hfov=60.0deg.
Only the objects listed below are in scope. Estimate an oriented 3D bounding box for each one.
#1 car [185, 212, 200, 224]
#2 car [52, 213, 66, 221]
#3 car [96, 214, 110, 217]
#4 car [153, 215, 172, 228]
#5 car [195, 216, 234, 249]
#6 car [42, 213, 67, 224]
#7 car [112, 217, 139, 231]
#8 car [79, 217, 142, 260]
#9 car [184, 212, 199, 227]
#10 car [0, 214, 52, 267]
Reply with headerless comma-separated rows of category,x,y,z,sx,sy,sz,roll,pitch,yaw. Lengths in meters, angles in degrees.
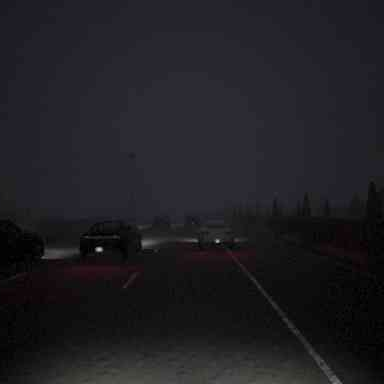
car,0.028,3.964,51.898,2.097,1.767,4.553,0,-3,-2
car,-17.564,3.484,40.775,2.128,1.511,4.902,0,-3,0
car,-14.058,4.187,52.378,2.033,1.411,5.357,0,-3,0
car,-3.381,3.331,38.064,2.128,1.511,4.902,0,-3,0
car,1.235,2.267,18.386,1.812,1.442,4.674,0,-3,0
car,-21.080,4.082,51.270,1.837,1.490,4.892,0,-3,0
car,-6.885,3.257,34.773,1.895,1.301,4.718,0,-3,0
car,-3.392,2.020,14.598,2.128,1.511,4.902,0,-3,0
car,0.058,3.478,40.473,1.837,1.490,4.892,0,-4,1
car,-6.895,1.699,11.308,2.097,1.767,4.553,0,-3,0
